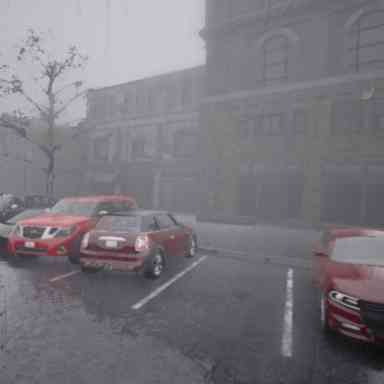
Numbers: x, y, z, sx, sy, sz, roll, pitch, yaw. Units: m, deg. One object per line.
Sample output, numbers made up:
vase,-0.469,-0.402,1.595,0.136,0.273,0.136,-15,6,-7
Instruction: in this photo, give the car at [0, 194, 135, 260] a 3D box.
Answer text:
car,-3.757,1.167,12.018,2.435,2.045,5.566,1,0,17

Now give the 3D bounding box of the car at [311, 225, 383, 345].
car,3.460,1.506,6.620,2.097,1.535,5.008,1,0,17

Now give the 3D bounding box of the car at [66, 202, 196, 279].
car,-1.367,1.322,10.212,2.185,1.767,4.553,1,-1,17
